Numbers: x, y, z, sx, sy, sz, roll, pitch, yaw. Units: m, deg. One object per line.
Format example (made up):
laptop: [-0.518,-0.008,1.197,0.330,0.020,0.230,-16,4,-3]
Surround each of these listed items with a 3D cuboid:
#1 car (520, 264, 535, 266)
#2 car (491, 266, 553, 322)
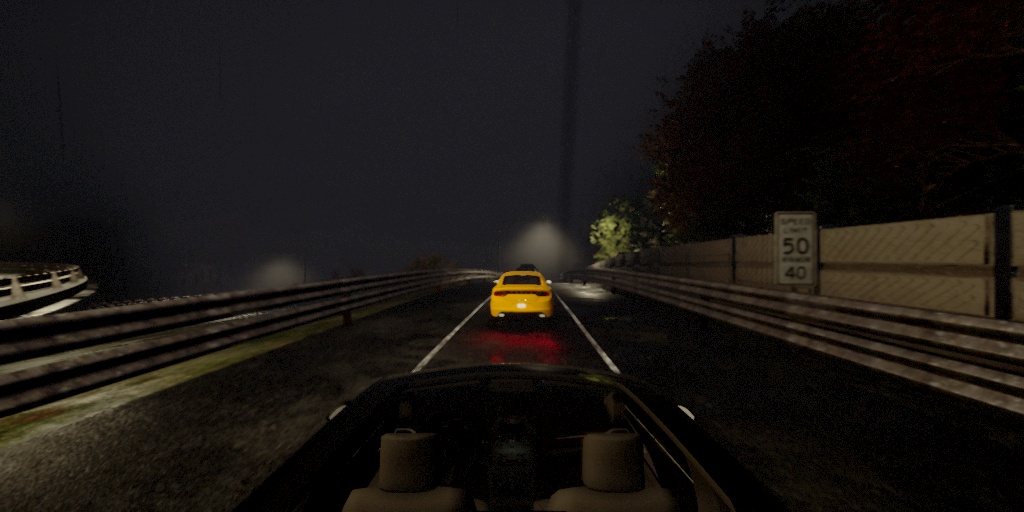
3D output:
car: [1.013,1.579,26.488,2.128,1.511,4.902,0,-2,3]
car: [0.373,1.275,12.607,1.882,1.535,5.008,0,-1,2]
